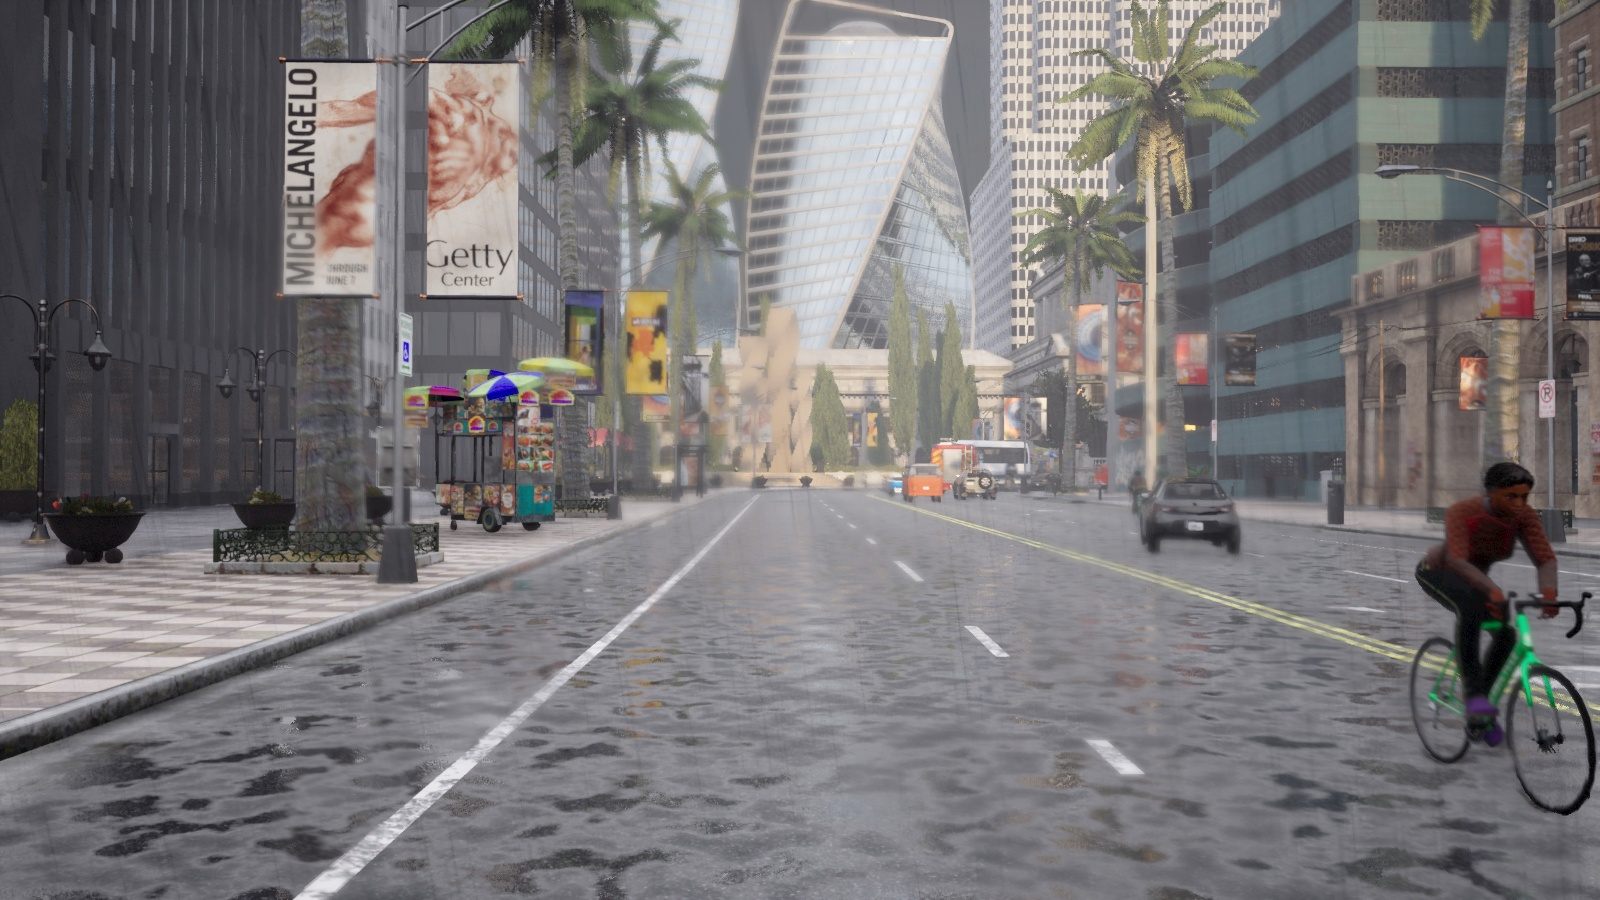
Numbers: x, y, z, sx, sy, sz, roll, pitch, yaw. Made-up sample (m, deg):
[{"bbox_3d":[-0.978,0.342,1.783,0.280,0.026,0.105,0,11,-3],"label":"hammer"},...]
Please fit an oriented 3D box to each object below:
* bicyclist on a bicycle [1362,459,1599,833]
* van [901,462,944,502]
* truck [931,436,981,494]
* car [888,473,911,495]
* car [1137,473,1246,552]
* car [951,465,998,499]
[{"bbox_3d":[3.486,0.860,6.300,0.582,1.620,1.656,0,0,0],"label":"bicyclist on a bicycle"},{"bbox_3d":[6.359,1.642,65.660,1.775,1.987,4.442,0,-1,-1],"label":"van"},{"bbox_3d":[10.953,1.072,87.494,2.891,3.827,8.468,0,-1,11],"label":"truck"},{"bbox_3d":[6.605,2.237,83.228,1.481,1.376,2.207,0,-1,6],"label":"car"},{"bbox_3d":[8.045,1.234,26.122,1.816,1.474,4.193,0,-1,12],"label":"car"},{"bbox_3d":[9.792,1.776,70.673,1.932,1.855,4.605,0,-1,-1],"label":"car"}]
